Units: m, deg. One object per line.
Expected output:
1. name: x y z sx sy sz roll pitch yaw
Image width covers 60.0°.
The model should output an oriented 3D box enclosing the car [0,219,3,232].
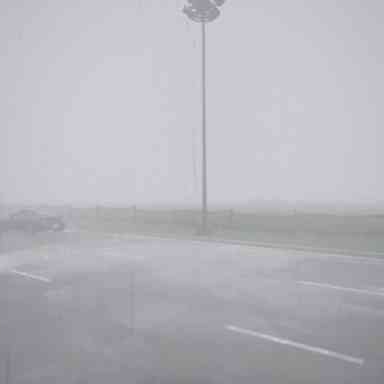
1. car: -12.024 1.631 16.872 4.902 1.511 2.128 0 0 36

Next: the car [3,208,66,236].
1. car: -9.148 1.656 19.108 4.674 1.442 1.812 0 0 36
